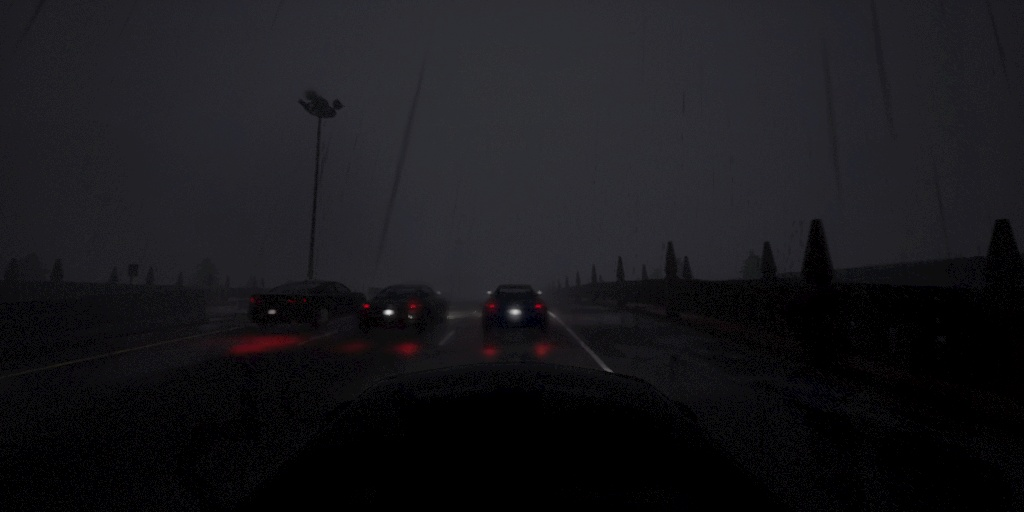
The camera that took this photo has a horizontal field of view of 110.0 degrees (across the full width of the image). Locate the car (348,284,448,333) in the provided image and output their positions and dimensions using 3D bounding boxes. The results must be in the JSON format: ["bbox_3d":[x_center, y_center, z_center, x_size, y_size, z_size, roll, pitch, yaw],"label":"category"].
[{"bbox_3d":[-3.401,1.628,11.889,1.994,1.385,4.181,0,-3,0],"label":"car"}]

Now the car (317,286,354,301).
[{"bbox_3d":[-21.089,4.514,43.046,2.097,1.767,4.553,0,-6,0],"label":"car"}]

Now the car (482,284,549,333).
[{"bbox_3d":[0.099,1.628,11.884,1.994,1.385,4.181,0,-3,0],"label":"car"}]

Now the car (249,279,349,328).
[{"bbox_3d":[-6.902,1.592,12.791,1.882,1.535,5.008,0,-3,0],"label":"car"}]
